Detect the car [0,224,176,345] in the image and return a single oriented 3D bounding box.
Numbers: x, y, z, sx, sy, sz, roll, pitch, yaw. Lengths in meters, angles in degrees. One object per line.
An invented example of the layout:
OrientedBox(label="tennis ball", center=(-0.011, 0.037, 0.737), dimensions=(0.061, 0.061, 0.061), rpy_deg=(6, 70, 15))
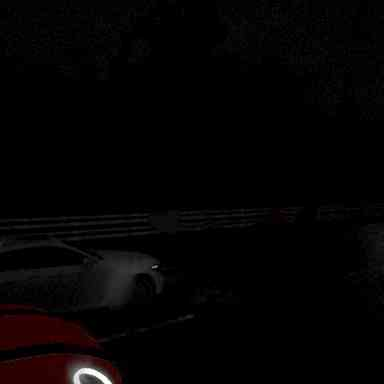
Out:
OrientedBox(label="car", center=(-2.751, 1.518, 6.071), dimensions=(4.674, 1.442, 1.812), rpy_deg=(0, 1, -35))

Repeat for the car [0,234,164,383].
OrientedBox(label="car", center=(-2.642, 1.351, 1.863), dimensions=(4.553, 1.767, 2.097), rpy_deg=(0, 0, -36))
